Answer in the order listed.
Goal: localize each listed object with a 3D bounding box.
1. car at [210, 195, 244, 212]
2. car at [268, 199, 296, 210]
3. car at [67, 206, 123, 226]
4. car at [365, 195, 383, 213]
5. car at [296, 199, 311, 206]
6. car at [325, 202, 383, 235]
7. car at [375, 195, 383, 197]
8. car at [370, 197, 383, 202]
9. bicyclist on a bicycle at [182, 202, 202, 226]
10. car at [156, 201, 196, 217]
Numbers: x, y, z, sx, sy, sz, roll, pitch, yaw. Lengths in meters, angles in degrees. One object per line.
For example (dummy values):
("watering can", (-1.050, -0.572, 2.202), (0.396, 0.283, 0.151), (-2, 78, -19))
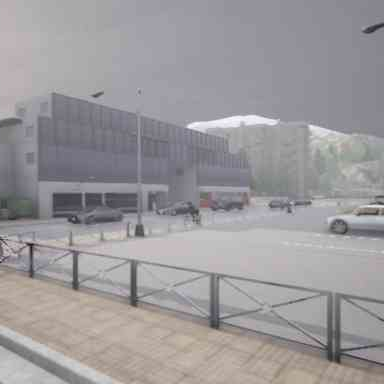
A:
("car", (4.497, 1.396, 41.856), (2.150, 2.045, 5.566), (0, 0, 36))
("car", (12.308, 1.666, 46.506), (2.128, 1.511, 4.902), (0, 0, 35))
("car", (-7.280, 1.739, 25.300), (1.994, 1.385, 4.181), (0, 0, 35))
("car", (21.004, 1.287, 35.173), (4.605, 1.855, 1.932), (0, 0, 35))
("car", (18.083, 1.775, 54.644), (1.895, 1.301, 4.718), (0, 0, 35))
("car", (8.806, 1.423, 16.709), (3.806, 1.475, 1.970), (0, 0, 35))
("car", (19.659, 1.267, 32.565), (3.866, 1.878, 1.905), (0, 0, 35))
("car", (12.255, 1.344, 22.130), (5.027, 1.636, 2.152), (0, 0, 35))
("bicyclist on a bicycle", (-0.032, 1.476, 22.583), (1.656, 1.620, 0.582), (0, 0, 35))
("car", (-1.527, 1.666, 33.401), (2.128, 1.511, 4.902), (0, 0, 35))
